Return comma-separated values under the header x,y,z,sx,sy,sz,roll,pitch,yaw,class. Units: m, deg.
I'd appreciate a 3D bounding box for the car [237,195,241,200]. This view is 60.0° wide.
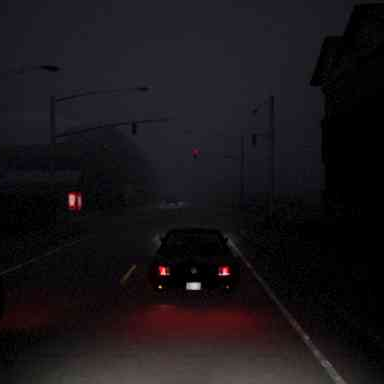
x,y,z,sx,sy,sz,roll,pitch,yaw,class
13.901,1.457,89.572,3.633,1.501,1.845,0,0,0,car

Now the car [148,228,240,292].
x,y,z,sx,sy,sz,roll,pitch,yaw,class
0.059,1.608,8.899,1.895,1.301,4.718,0,0,1,car

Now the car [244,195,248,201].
x,y,z,sx,sy,sz,roll,pitch,yaw,class
13.762,1.167,70.988,4.605,1.855,1.932,0,0,0,car

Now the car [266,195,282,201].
x,y,z,sx,sy,sz,roll,pitch,yaw,class
21.321,1.465,86.591,3.806,1.475,1.970,0,0,0,car

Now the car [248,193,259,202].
x,y,z,sx,sy,sz,roll,pitch,yaw,class
14.175,1.144,68.083,3.866,1.878,1.905,0,0,0,car

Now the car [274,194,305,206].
x,y,z,sx,sy,sz,roll,pitch,yaw,class
14.497,1.285,48.871,3.806,1.475,1.970,0,0,0,car

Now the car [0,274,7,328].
x,y,z,sx,sy,sz,roll,pitch,yaw,class
-3.590,1.493,2.812,2.128,1.511,4.902,0,0,0,car

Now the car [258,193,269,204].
x,y,z,sx,sy,sz,roll,pitch,yaw,class
14.174,1.211,55.288,5.027,1.636,2.152,0,0,0,car

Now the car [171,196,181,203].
x,y,z,sx,sy,sz,roll,pitch,yaw,class
-3.488,1.649,72.362,1.895,1.301,4.718,0,0,0,car

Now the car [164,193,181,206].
x,y,z,sx,sy,sz,roll,pitch,yaw,class
-3.556,1.266,56.733,2.150,2.045,5.566,0,0,0,car
